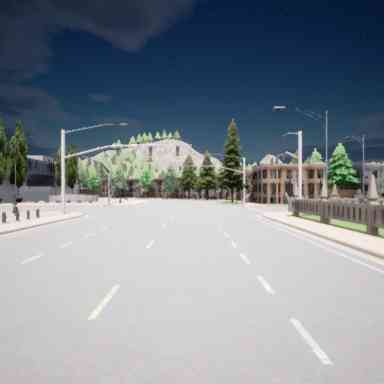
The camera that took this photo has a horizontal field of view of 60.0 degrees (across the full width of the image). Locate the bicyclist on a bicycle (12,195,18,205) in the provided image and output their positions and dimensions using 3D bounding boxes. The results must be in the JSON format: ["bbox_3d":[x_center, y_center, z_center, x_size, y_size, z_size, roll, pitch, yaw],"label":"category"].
[{"bbox_3d":[-27.391,1.273,51.388,0.582,1.620,1.656,0,0,0],"label":"bicyclist on a bicycle"}]
